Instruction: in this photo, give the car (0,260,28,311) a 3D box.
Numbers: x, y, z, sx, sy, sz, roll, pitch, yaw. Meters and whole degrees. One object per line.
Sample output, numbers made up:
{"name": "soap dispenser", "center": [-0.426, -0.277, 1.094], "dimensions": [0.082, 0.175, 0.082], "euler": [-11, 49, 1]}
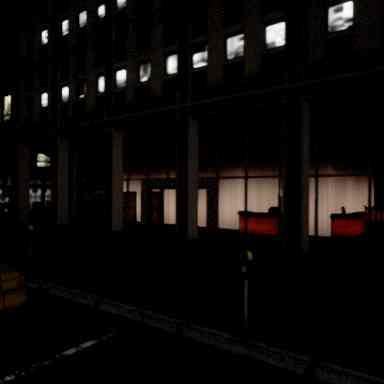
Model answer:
{"name": "car", "center": [-5.115, 1.499, 6.555], "dimensions": [4.829, 1.417, 1.752], "euler": [0, 0, 36]}
